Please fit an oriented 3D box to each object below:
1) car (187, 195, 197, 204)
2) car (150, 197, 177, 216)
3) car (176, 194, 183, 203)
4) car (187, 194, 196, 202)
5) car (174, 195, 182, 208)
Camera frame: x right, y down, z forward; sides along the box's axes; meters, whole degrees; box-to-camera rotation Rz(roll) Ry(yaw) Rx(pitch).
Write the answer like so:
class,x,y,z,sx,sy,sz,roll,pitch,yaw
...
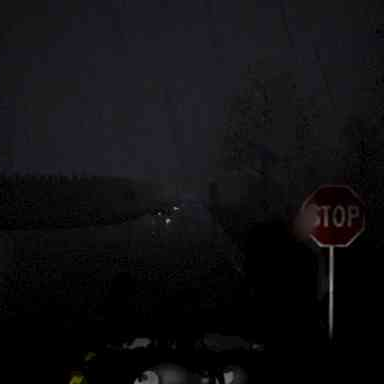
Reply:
class,x,y,z,sx,sy,sz,roll,pitch,yaw
car,0.014,1.517,60.573,1.895,1.301,4.718,0,0,1
car,-2.868,1.521,31.946,2.033,1.411,5.357,0,0,0
car,-2.788,1.262,65.615,2.097,1.767,4.553,0,0,0
car,-0.041,1.280,70.595,1.882,1.535,5.008,0,0,0
car,-2.867,1.509,47.550,1.994,1.385,4.181,0,0,0
